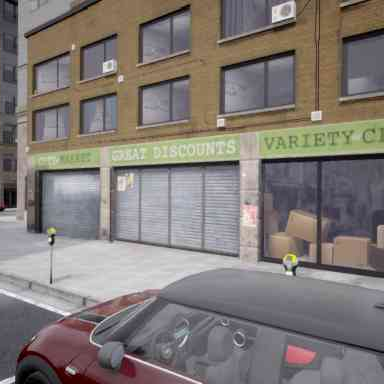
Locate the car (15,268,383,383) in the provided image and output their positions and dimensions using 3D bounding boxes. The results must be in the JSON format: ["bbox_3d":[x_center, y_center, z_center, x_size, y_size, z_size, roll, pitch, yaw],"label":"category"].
[{"bbox_3d":[0.224,1.440,2.905,4.097,1.590,1.967,0,1,35],"label":"car"}]

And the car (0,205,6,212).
[{"bbox_3d":[-19.460,1.457,29.773,1.895,1.301,4.718,1,1,34],"label":"car"}]
